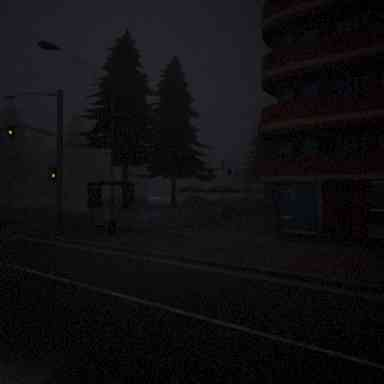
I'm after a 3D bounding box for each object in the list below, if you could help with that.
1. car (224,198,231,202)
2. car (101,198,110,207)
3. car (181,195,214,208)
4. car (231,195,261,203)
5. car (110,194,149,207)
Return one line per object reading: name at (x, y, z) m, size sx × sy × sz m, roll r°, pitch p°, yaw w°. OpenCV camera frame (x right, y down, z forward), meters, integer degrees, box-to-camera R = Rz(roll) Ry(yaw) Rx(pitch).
car at (8.148, 1.333, 61.142) m, size 4.718 × 1.301 × 1.895 m, roll 0°, pitch 0°, yaw -28°
car at (-9.890, 1.242, 44.612) m, size 2.033 × 1.411 × 5.357 m, roll 1°, pitch 0°, yaw 36°
car at (0.732, 1.125, 40.995) m, size 2.097 × 1.767 × 4.553 m, roll 1°, pitch 0°, yaw 38°
car at (9.896, 1.248, 58.112) m, size 4.902 × 1.511 × 2.128 m, roll 0°, pitch 0°, yaw -28°
car at (-7.506, 1.072, 41.844) m, size 2.097 × 1.767 × 4.553 m, roll 1°, pitch 0°, yaw 37°
